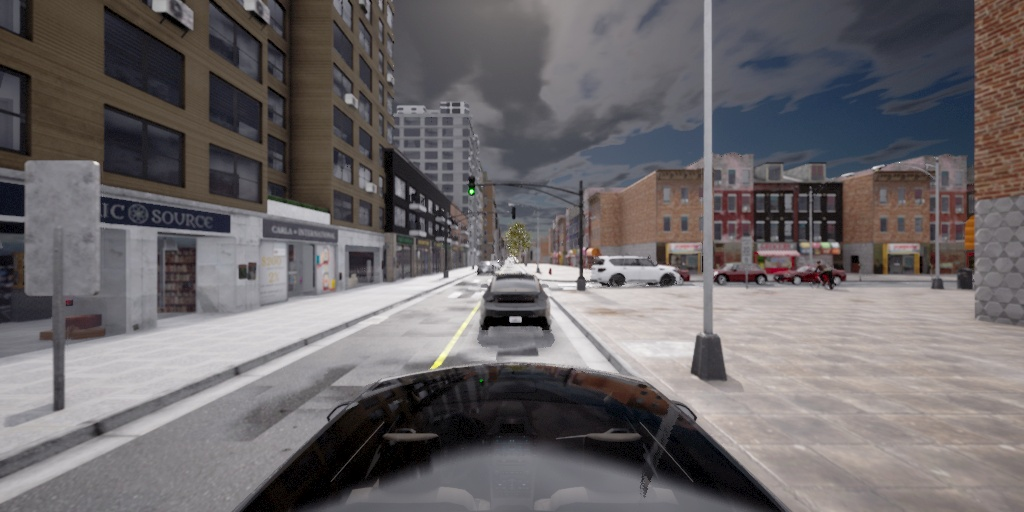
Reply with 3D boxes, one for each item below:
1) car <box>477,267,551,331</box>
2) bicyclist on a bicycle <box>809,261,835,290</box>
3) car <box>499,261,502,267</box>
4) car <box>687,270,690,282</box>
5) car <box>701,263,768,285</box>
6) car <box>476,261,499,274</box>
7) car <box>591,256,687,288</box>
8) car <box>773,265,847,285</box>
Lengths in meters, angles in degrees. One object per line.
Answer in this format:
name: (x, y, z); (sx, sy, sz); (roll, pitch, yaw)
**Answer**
car: (0.089, 1.269, 10.973); (1.837, 1.490, 4.892); (0, 0, 0)
bicyclist on a bicycle: (17.372, 1.083, 20.114); (0.582, 1.620, 1.656); (0, 0, 0)
car: (-2.853, 1.464, 54.949); (1.812, 1.442, 4.674); (0, 0, 0)
car: (10.360, 1.336, 25.762); (4.507, 1.381, 1.888); (0, 0, 0)
car: (15.824, 1.226, 25.760); (4.097, 1.591, 1.967); (0, 0, 0)
car: (-2.860, 1.357, 40.072); (2.128, 1.511, 4.902); (0, 0, 0)
car: (7.960, 1.017, 23.380); (5.566, 2.045, 2.150); (0, 0, -5)
car: (21.288, 1.325, 25.756); (4.507, 1.381, 1.888); (0, 0, 0)
